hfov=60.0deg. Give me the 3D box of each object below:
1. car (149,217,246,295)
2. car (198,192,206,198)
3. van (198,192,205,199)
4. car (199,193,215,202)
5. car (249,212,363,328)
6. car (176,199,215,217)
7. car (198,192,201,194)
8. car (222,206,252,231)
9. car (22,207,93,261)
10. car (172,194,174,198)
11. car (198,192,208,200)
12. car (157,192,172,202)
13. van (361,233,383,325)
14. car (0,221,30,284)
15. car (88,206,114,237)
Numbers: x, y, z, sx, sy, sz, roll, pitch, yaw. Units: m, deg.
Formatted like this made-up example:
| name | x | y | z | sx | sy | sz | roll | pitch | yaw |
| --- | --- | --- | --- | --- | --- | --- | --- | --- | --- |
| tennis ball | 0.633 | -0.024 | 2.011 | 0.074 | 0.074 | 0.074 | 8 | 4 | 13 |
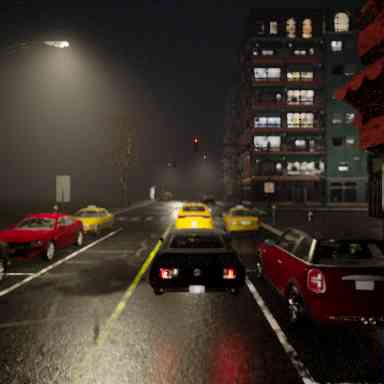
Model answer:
| name | x | y | z | sx | sy | sz | roll | pitch | yaw |
| --- | --- | --- | --- | --- | --- | --- | --- | --- | --- |
| car | 0.100 | 1.552 | 8.534 | 1.895 | 1.301 | 4.718 | 0 | 0 | 0 |
| car | 2.567 | 1.235 | 61.817 | 1.802 | 1.307 | 4.206 | 1 | 0 | 0 |
| van | 2.567 | 0.838 | 90.121 | 1.690 | 1.788 | 3.998 | 1 | 0 | 0 |
| car | 2.569 | 1.267 | 50.495 | 2.008 | 1.369 | 4.403 | 1 | 0 | 0 |
| car | 2.574 | 1.400 | 6.892 | 1.967 | 1.590 | 4.097 | 1 | 0 | 0 |
| car | 0.100 | 1.372 | 18.650 | 1.882 | 1.535 | 5.008 | 0 | 0 | 0 |
| car | 2.566 | 1.156 | 73.139 | 1.947 | 1.339 | 4.313 | 1 | 0 | 0 |
| car | 2.572 | 1.422 | 18.151 | 1.752 | 1.417 | 4.829 | 1 | 0 | 0 |
| car | -5.308 | 1.476 | 12.018 | 1.887 | 1.381 | 4.507 | 1 | 0 | 0 |
| car | -5.310 | 0.939 | 66.993 | 2.192 | 1.841 | 5.009 | 1 | 0 | 0 |
| car | 2.569 | 0.874 | 78.799 | 2.192 | 1.841 | 5.009 | 1 | 0 | 0 |
| car | -5.311 | 1.096 | 61.339 | 1.967 | 1.590 | 4.097 | 1 | 0 | 0 |
| van | 2.576 | 1.333 | 1.346 | 1.690 | 1.788 | 3.998 | 1 | 0 | 0 |
| car | -5.307 | 1.513 | 6.482 | 2.008 | 1.369 | 4.403 | 1 | 0 | 0 |
| car | -5.308 | 1.427 | 17.384 | 1.752 | 1.417 | 4.829 | 1 | 0 | 0 |
